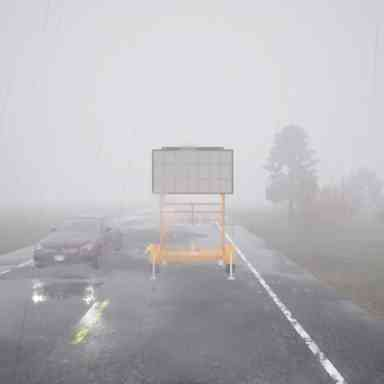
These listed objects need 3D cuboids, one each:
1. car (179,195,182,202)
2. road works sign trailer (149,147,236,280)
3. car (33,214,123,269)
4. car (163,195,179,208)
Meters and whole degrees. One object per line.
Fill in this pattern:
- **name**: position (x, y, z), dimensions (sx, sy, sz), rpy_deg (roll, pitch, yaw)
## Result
- **car**: position (-3.352, 1.517, 76.887), dimensions (1.882, 1.535, 5.008), rpy_deg (0, 0, 0)
- **road works sign trailer**: position (0.019, 0.463, 9.954), dimensions (2.380, 3.560, 2.880), rpy_deg (0, 0, 0)
- **car**: position (-3.579, 1.524, 11.306), dimensions (1.812, 1.442, 4.674), rpy_deg (0, 0, 0)
- **car**: position (-3.409, 1.506, 47.162), dimensions (2.128, 1.511, 4.902), rpy_deg (0, 0, 0)
